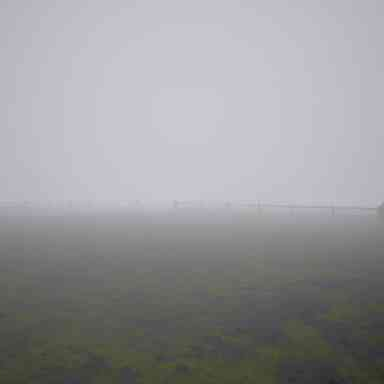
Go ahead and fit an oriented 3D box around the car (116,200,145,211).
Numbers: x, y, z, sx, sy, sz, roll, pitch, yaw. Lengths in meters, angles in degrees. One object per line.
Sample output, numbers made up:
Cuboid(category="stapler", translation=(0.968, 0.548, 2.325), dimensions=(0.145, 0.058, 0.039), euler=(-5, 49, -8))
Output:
Cuboid(category="car", translation=(-8.781, 1.929, 48.141), dimensions=(1.812, 1.442, 4.674), euler=(-1, -1, 35))
